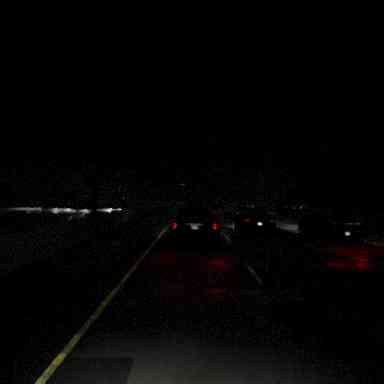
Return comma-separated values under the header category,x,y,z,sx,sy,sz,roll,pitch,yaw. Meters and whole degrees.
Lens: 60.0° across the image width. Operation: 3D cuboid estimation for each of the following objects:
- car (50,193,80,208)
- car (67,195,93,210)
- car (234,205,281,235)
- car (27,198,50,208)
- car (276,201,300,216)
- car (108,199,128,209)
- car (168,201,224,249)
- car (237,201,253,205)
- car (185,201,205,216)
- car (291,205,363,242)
category,x,y,z,sx,sy,sz,roll,pitch,yaw
car,-17.265,1.164,46.638,2.150,2.045,5.566,1,-1,1
car,-13.820,1.487,42.386,1.812,1.442,4.674,1,-1,1
car,3.703,1.718,20.055,1.994,1.385,4.181,1,0,0
car,-20.780,1.465,45.827,1.895,1.301,4.718,1,-1,1
car,10.827,1.747,37.485,2.097,1.767,4.553,1,-1,0
car,-10.275,1.645,46.626,1.994,1.385,4.181,1,-1,1
car,0.140,1.415,15.111,2.097,1.767,4.553,1,0,1
car,7.384,1.971,46.349,2.033,1.411,5.357,1,-1,0
car,0.310,1.744,36.361,1.994,1.385,4.181,1,0,0
car,7.187,1.704,17.713,2.128,1.511,4.902,1,0,0
